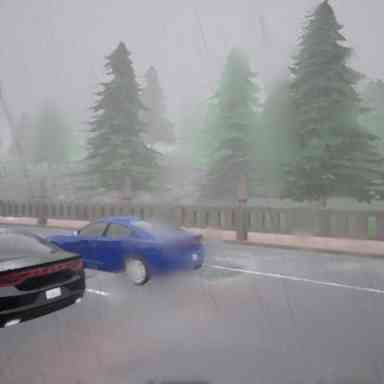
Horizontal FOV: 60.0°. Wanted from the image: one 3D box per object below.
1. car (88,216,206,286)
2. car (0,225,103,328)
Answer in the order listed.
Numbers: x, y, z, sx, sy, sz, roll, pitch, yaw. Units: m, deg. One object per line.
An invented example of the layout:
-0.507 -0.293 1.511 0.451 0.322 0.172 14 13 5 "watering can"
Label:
-2.032 1.410 9.221 5.008 1.535 1.882 0 0 31 "car"
-4.289 1.424 6.508 5.008 1.535 1.882 0 0 31 "car"
